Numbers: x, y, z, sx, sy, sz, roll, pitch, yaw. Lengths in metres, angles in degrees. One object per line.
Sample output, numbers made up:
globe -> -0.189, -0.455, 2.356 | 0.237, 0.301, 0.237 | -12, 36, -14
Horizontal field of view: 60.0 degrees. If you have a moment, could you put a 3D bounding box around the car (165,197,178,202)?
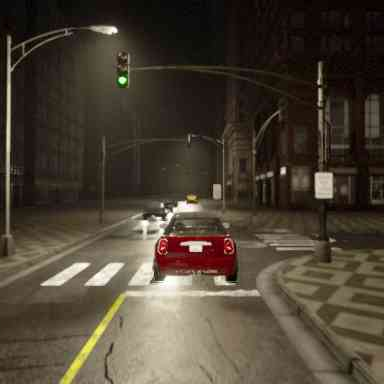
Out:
car -> -3.106, 1.526, 39.348 | 2.128, 1.511, 4.902 | 0, 0, 0

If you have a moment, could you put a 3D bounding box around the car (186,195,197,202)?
car -> -0.022, 1.630, 59.415 | 1.895, 1.301, 4.718 | 0, 0, 0

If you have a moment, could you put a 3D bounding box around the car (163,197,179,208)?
car -> -3.064, 1.525, 49.702 | 2.128, 1.511, 4.902 | 0, 0, 0

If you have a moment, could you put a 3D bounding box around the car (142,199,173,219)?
car -> -3.110, 1.579, 29.403 | 2.033, 1.411, 5.357 | 0, 0, 0

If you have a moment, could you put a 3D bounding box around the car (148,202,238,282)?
car -> 0.090, 1.361, 10.019 | 2.097, 1.767, 4.553 | 0, 0, 0

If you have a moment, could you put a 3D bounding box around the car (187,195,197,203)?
car -> -0.025, 1.346, 69.391 | 1.882, 1.535, 5.008 | 0, 0, 0
